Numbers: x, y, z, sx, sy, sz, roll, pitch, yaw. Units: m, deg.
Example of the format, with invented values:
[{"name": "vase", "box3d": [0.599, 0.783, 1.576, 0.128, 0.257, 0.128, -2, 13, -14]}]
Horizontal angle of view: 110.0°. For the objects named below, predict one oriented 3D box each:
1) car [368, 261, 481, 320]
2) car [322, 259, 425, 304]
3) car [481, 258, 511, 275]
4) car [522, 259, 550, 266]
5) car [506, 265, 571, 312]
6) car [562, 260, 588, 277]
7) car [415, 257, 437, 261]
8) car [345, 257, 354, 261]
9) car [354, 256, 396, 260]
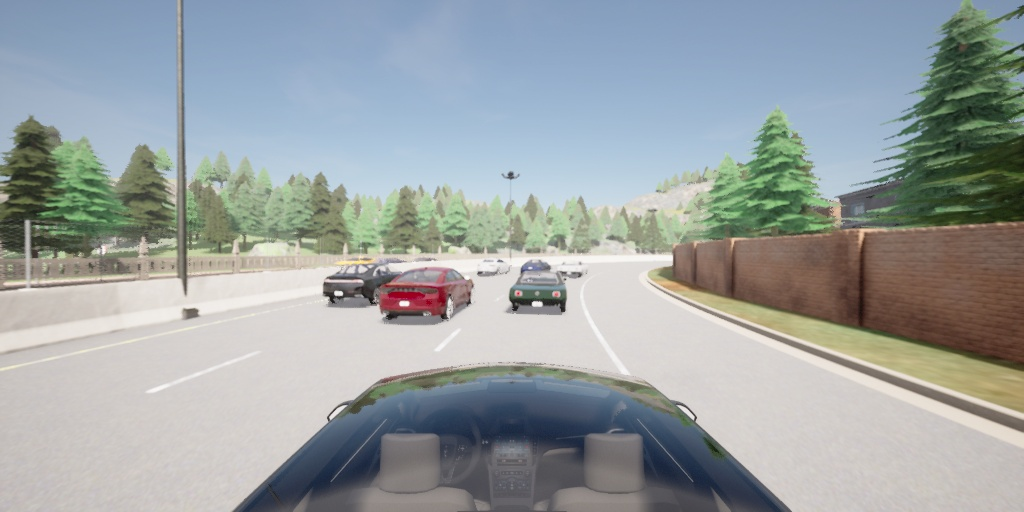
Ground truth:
[{"name": "car", "box3d": [-2.582, 1.091, 12.022, 1.882, 1.535, 5.008, 0, 1, 7]}, {"name": "car", "box3d": [-5.689, 1.061, 14.897, 2.128, 1.511, 4.902, 0, 1, 8]}, {"name": "car", "box3d": [-1.562, 0.896, 31.658, 1.812, 1.442, 4.674, 0, 1, 19]}, {"name": "car", "box3d": [2.194, 0.942, 31.744, 1.994, 1.385, 4.181, 0, 1, 20]}, {"name": "car", "box3d": [1.127, 1.205, 13.548, 1.895, 1.301, 4.718, 0, 1, 8]}, {"name": "car", "box3d": [5.150, 1.011, 29.816, 1.895, 1.301, 4.718, 0, 1, 19]}, {"name": "car", "box3d": [-8.442, 0.852, 33.753, 1.812, 1.442, 4.674, 0, 1, 19]}, {"name": "car", "box3d": [-15.225, 0.765, 35.467, 1.882, 1.535, 5.008, 0, 1, 19]}, {"name": "car", "box3d": [-12.051, 0.860, 34.126, 2.033, 1.411, 5.357, 0, 1, 18]}]
